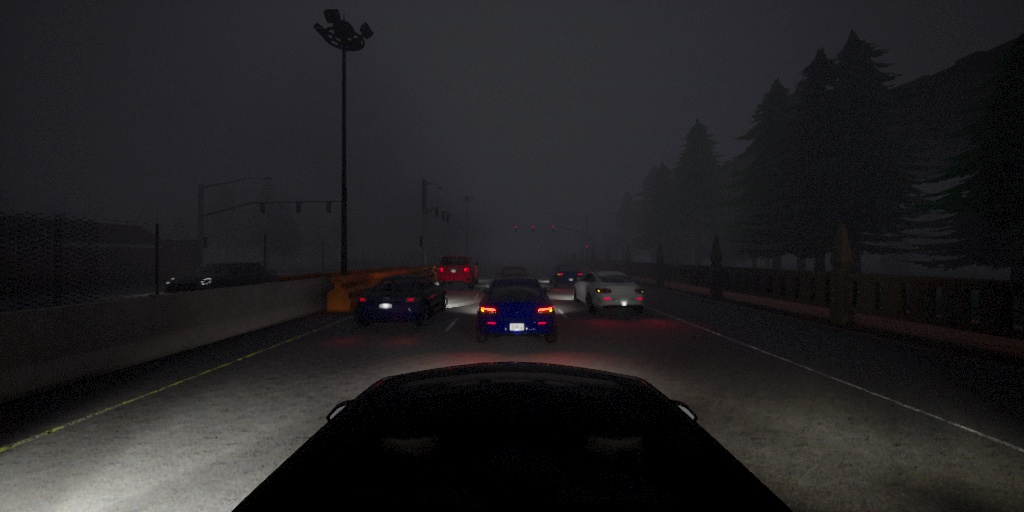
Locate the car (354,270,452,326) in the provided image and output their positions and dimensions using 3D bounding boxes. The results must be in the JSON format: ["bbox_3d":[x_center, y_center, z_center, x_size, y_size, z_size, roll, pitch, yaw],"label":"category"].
[{"bbox_3d":[-3.400,1.313,11.654,1.994,1.385,4.181,0,0,0],"label":"car"}]

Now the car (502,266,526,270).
[{"bbox_3d":[0.101,1.274,19.479,1.812,1.442,4.674,0,0,0],"label":"car"}]

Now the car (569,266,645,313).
[{"bbox_3d":[3.592,1.274,13.819,1.812,1.442,4.674,0,0,0],"label":"car"}]

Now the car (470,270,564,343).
[{"bbox_3d":[0.094,1.275,9.583,1.812,1.442,4.674,0,0,0],"label":"car"}]

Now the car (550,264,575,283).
[{"bbox_3d":[3.599,1.273,24.167,1.812,1.442,4.674,0,0,0],"label":"car"}]

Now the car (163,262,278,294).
[{"bbox_3d":[-14.081,1.100,17.482,2.097,1.767,4.553,0,0,0],"label":"car"}]

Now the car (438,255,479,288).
[{"bbox_3d":[-3.426,0.969,23.459,2.150,2.045,5.566,0,0,-1],"label":"car"}]
